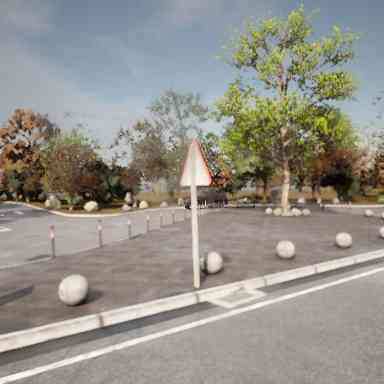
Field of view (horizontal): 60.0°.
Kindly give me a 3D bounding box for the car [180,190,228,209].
[{"bbox_3d":[1.367,0.840,36.733,5.566,2.045,2.150,-1,0,-34],"label":"car"}]
